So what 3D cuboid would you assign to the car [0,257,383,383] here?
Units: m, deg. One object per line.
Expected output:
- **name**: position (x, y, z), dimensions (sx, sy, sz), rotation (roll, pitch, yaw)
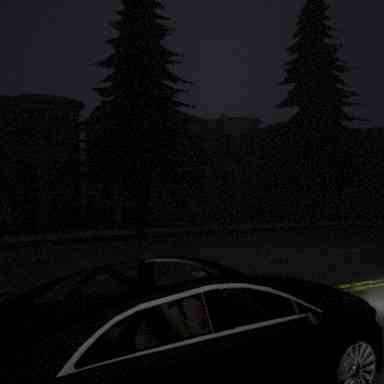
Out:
- **car**: position (0.019, 1.472, 3.466), dimensions (4.902, 1.511, 2.128), rotation (0, 0, -32)
